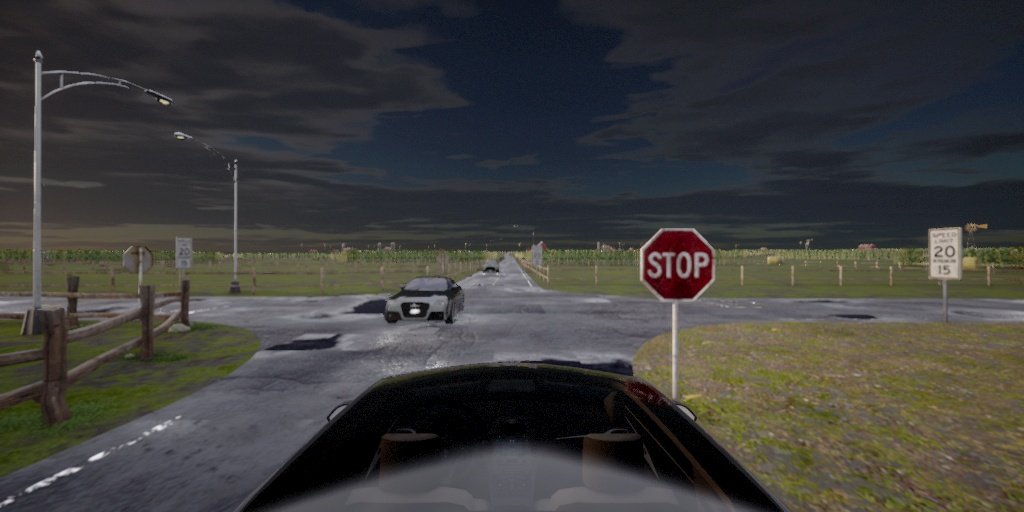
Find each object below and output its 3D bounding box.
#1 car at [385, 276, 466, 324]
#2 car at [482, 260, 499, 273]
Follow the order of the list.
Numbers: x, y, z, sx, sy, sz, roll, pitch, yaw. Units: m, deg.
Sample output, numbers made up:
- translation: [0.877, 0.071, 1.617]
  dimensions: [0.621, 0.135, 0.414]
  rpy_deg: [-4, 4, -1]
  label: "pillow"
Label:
- translation: [-2.749, 1.380, 12.158]
  dimensions: [1.994, 1.385, 4.181]
  rpy_deg: [0, 0, 0]
  label: "car"
- translation: [-2.756, 1.320, 47.331]
  dimensions: [2.097, 1.767, 4.553]
  rpy_deg: [0, 0, 0]
  label: "car"
